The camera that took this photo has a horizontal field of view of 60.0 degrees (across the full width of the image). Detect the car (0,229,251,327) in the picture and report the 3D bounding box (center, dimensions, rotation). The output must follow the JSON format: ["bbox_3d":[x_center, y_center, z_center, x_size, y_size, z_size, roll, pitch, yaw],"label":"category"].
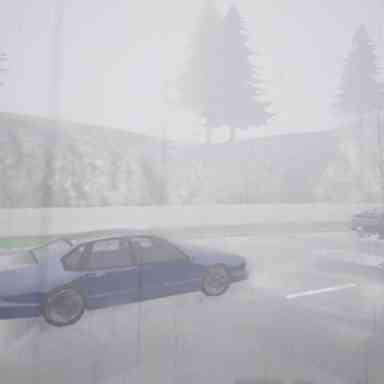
[{"bbox_3d":[-1.359,1.484,6.807,5.357,1.411,2.033,0,0,-31],"label":"car"}]

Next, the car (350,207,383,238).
[{"bbox_3d":[9.773,1.421,15.445,4.902,1.511,2.128,0,0,-16],"label":"car"}]
